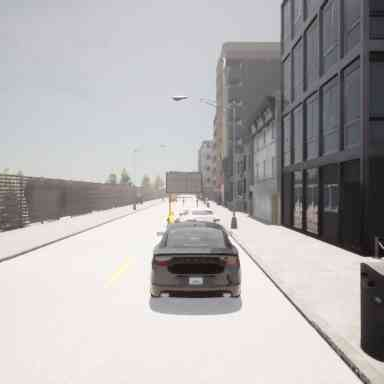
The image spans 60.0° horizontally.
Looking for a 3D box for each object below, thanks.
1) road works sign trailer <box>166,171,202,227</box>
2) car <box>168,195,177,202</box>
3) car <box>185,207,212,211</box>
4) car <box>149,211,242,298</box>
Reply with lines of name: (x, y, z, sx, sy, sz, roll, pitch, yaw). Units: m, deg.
road works sign trailer: (-0.563, 0.464, 21.413, 2.380, 3.560, 2.880, 0, 0, -17)
car: (-4.231, 1.477, 72.977, 1.882, 1.535, 5.008, 0, 0, 0)
car: (0.333, 1.541, 17.915, 1.812, 1.442, 4.674, 0, -1, -7)
car: (0.072, 1.478, 8.560, 1.882, 1.535, 5.008, 0, 0, 0)
